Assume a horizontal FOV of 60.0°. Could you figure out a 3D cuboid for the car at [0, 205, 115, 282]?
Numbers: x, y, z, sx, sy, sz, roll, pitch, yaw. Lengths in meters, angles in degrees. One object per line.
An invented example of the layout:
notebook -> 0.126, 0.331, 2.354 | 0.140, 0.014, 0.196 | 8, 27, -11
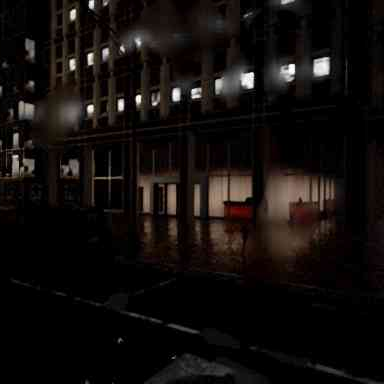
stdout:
car -> -4.469, 1.302, 9.774 | 5.009, 1.841, 2.192 | 0, 1, 34
